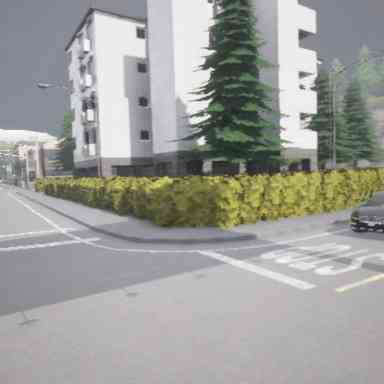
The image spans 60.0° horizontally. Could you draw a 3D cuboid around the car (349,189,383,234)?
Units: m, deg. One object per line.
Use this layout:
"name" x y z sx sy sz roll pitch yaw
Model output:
"car" 7.353 0.596 11.607 4.892 1.490 1.837 -4 4 -38
